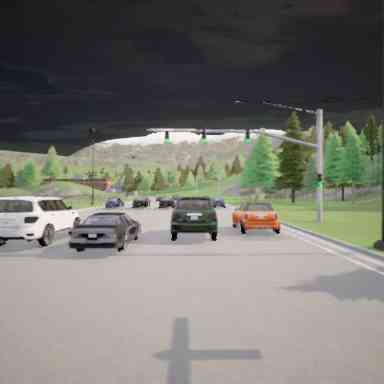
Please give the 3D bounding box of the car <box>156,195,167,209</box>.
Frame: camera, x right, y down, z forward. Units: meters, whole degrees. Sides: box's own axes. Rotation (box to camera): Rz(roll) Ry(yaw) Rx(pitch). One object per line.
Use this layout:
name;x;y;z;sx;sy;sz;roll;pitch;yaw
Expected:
car;-3.404;1.445;45.572;1.882;1.535;5.008;0;0;0

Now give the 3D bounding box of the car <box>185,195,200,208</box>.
car;0.096;1.319;47.508;2.097;1.767;4.553;0;0;0

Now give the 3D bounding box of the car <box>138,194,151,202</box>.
car;-10.508;1.304;73.744;2.097;1.767;4.553;0;0;0

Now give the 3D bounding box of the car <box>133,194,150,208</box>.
car;-6.904;1.445;45.808;1.882;1.535;5.008;0;0;0

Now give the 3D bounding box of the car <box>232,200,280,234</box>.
car;3.599;1.338;19.429;2.097;1.767;4.553;0;0;0

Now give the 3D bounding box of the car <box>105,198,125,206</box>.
car;-10.406;1.494;45.026;1.812;1.442;4.674;0;0;0

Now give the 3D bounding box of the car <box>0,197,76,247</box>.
car;-6.901;1.211;15.086;2.150;2.045;5.566;0;0;0

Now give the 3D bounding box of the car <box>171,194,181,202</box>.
car;-3.508;1.303;73.697;2.097;1.767;4.553;0;0;0

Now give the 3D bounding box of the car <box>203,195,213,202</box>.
car;3.492;1.488;73.300;2.033;1.411;5.357;0;0;0

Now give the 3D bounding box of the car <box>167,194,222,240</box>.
car;0.099;1.209;17.084;2.150;2.045;5.566;0;0;0

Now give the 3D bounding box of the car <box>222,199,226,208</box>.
car;3.596;1.492;47.197;1.812;1.442;4.674;0;0;0

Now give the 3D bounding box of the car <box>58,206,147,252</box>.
car;-3.400;1.538;13.870;2.033;1.411;5.357;0;0;0
